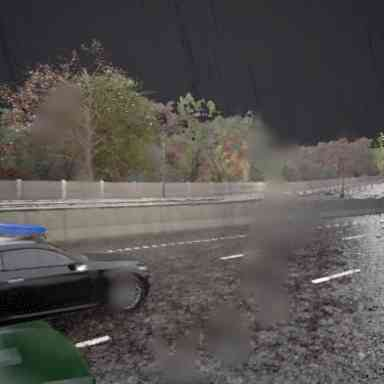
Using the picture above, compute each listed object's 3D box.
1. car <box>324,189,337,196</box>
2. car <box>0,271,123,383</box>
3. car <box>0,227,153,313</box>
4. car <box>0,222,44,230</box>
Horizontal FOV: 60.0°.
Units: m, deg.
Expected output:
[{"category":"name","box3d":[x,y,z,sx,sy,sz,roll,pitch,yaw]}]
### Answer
[{"category":"car","box3d":[33.820,0.259,82.025,1.895,1.301,4.718,0,2,32]},{"category":"car","box3d":[-2.846,1.610,1.720,4.718,1.301,1.895,0,0,-35]},{"category":"car","box3d":[-2.959,1.520,5.939,4.674,1.442,1.812,0,0,-35]},{"category":"car","box3d":[-6.264,1.226,7.879,5.566,2.045,2.150,0,0,-35]}]
